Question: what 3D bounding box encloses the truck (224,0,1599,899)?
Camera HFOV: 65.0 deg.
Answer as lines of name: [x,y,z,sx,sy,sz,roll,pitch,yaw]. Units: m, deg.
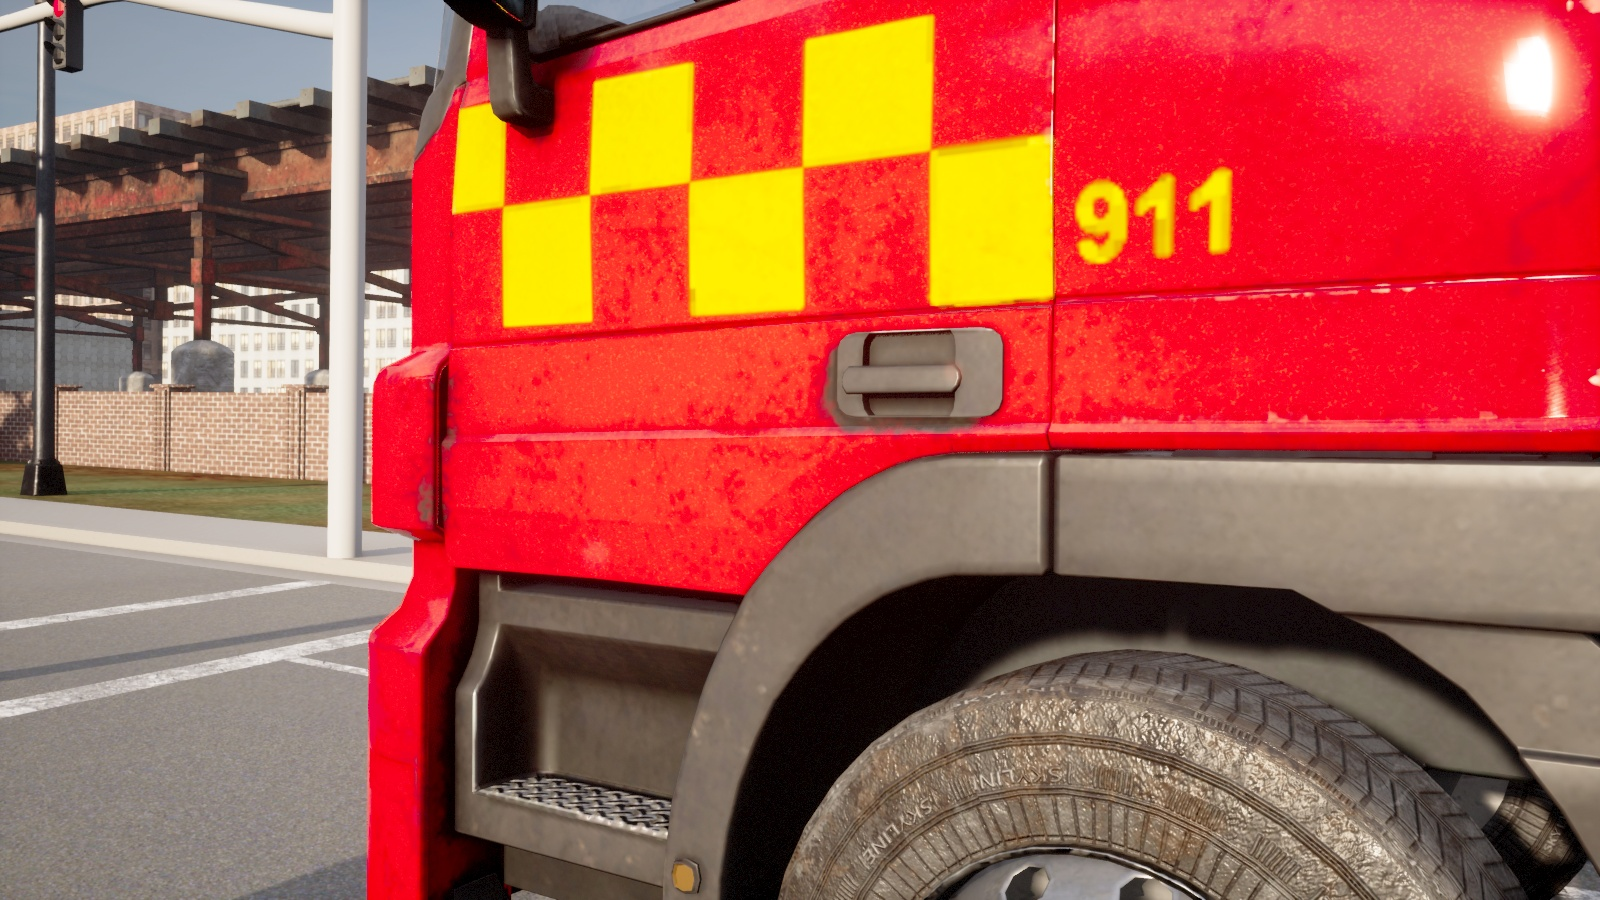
truck: [3.107,-0.482,1.535,8.468,3.827,2.891,0,1,34]
